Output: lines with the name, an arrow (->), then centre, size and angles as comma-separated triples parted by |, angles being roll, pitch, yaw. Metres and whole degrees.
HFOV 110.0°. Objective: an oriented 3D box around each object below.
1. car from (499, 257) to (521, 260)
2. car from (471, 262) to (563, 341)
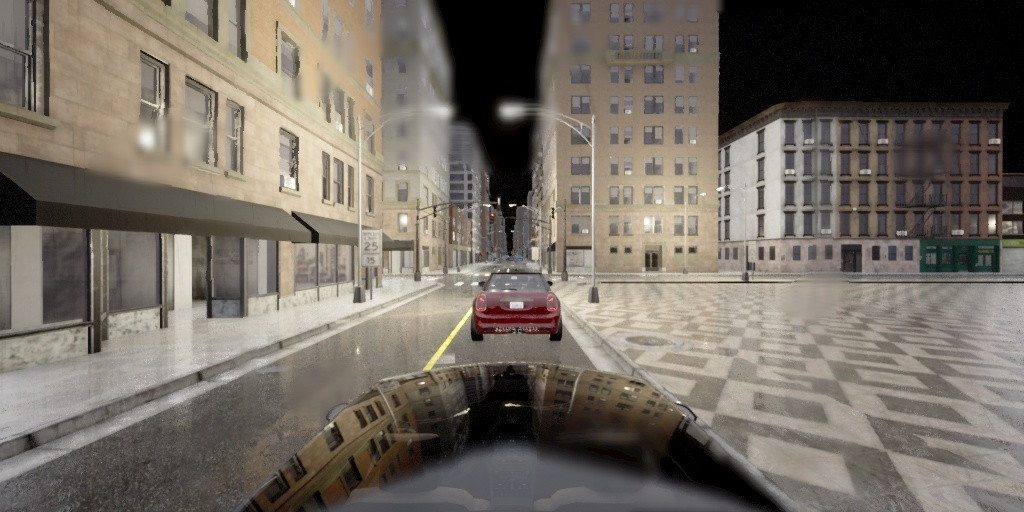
car -> 0.056, 1.101, 19.832 | 2.097, 1.767, 4.553 | 0, 0, -1
car -> 0.105, 1.101, 10.015 | 2.097, 1.767, 4.553 | 0, 0, 0
